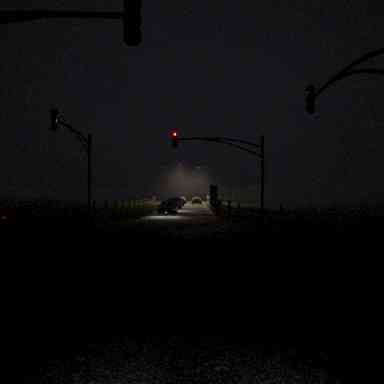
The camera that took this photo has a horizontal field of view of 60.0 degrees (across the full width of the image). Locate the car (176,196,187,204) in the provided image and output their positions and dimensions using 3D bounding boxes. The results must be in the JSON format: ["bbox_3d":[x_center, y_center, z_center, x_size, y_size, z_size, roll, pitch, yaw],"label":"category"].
[{"bbox_3d":[-1.972,1.581,63.830,1.994,1.385,4.181,0,0,2],"label":"car"}]

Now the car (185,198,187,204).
[{"bbox_3d":[-2.163,1.560,53.824,2.033,1.411,5.357,0,0,1],"label":"car"}]

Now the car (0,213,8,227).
[{"bbox_3d":[-12.316,1.347,16.827,5.357,1.411,2.033,1,0,1],"label":"car"}]

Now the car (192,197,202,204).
[{"bbox_3d":[0.941,1.618,64.888,1.895,1.301,4.718,0,0,1],"label":"car"}]

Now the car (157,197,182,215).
[{"bbox_3d":[-2.440,1.553,34.199,2.033,1.411,5.357,0,0,0],"label":"car"}]

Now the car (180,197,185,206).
[{"bbox_3d":[-2.299,1.514,43.977,1.837,1.490,4.892,0,0,1],"label":"car"}]
